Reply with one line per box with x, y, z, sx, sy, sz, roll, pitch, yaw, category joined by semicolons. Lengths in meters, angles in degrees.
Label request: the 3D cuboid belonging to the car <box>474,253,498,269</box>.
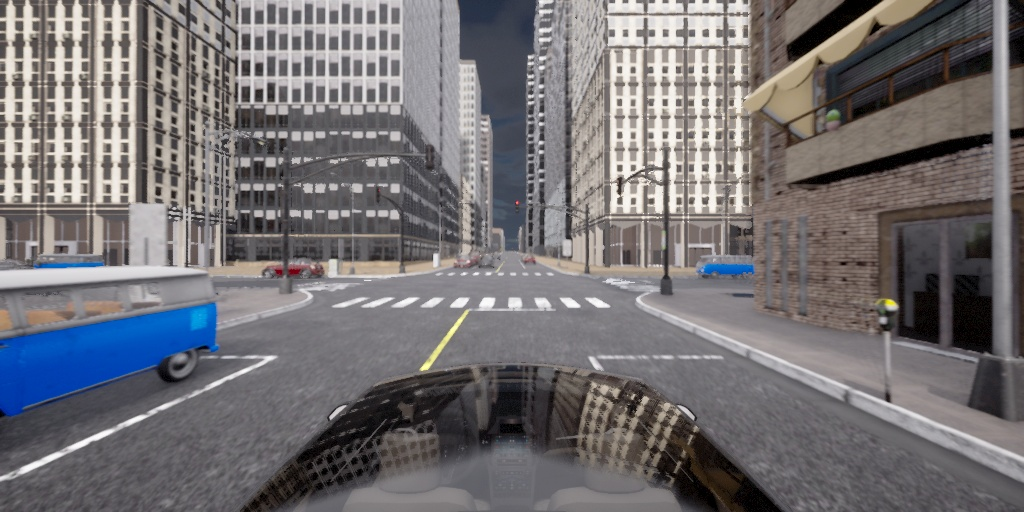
-2.998;0.700;42.164;1.837;1.490;4.892;0;1;0;car

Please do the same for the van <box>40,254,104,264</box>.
-33.437;0.758;27.075;3.998;1.789;1.690;0;0;0;van

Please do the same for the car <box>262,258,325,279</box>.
-16.491;0.882;27.037;4.097;1.591;1.967;0;0;0;car

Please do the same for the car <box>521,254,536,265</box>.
2.693;0.585;53.681;1.802;1.307;4.207;0;0;0;car

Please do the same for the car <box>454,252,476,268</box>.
-5.688;0.603;42.471;1.967;1.591;4.097;0;0;0;car

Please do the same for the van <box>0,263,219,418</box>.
-5.827;1.052;4.408;1.690;1.789;3.998;0;0;0;van

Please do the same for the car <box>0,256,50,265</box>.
-31.392;0.883;21.290;4.902;1.511;2.128;0;0;0;car

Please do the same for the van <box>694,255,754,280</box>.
15.983;0.841;26.962;3.998;1.789;1.690;0;0;0;van
